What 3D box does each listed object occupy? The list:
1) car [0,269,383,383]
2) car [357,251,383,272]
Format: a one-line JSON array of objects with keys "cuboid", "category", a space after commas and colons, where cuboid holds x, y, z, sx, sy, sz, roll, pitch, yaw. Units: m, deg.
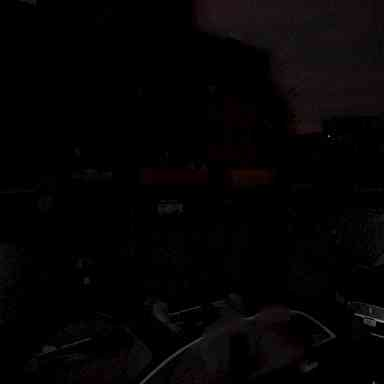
[{"cuboid": [-0.225, 1.550, 2.674, 4.403, 1.369, 2.008, 0, -2, -35], "category": "car"}, {"cuboid": [4.214, 1.549, 5.835, 4.403, 1.369, 2.008, 0, -2, -35], "category": "car"}]
